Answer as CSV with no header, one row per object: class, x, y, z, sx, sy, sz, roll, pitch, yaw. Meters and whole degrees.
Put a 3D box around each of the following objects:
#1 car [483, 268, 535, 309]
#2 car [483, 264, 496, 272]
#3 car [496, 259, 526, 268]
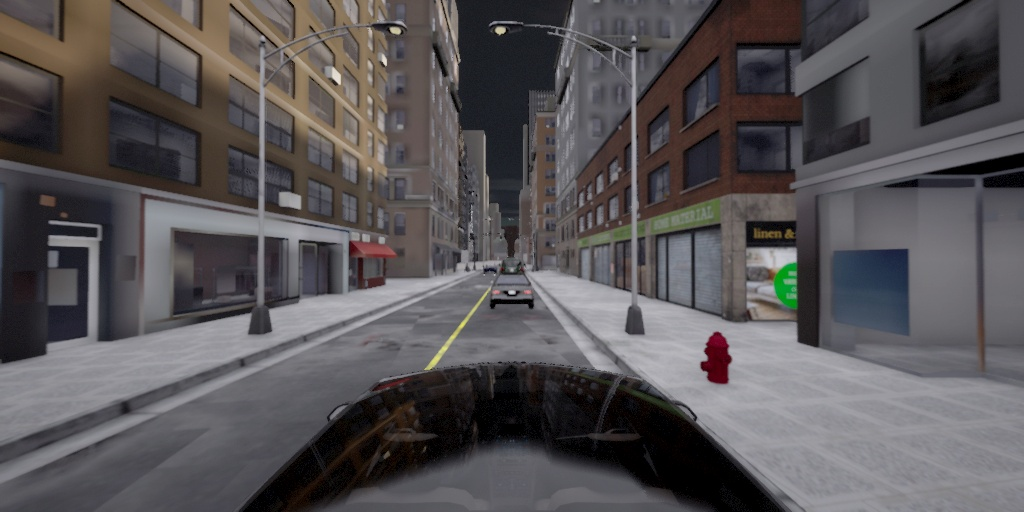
car,-0.001,1.431,15.840,2.033,1.411,5.357,0,-1,0
car,-3.011,1.817,50.480,1.895,1.301,4.718,0,-1,0
car,-0.005,1.245,30.878,2.150,2.045,5.566,0,0,0
